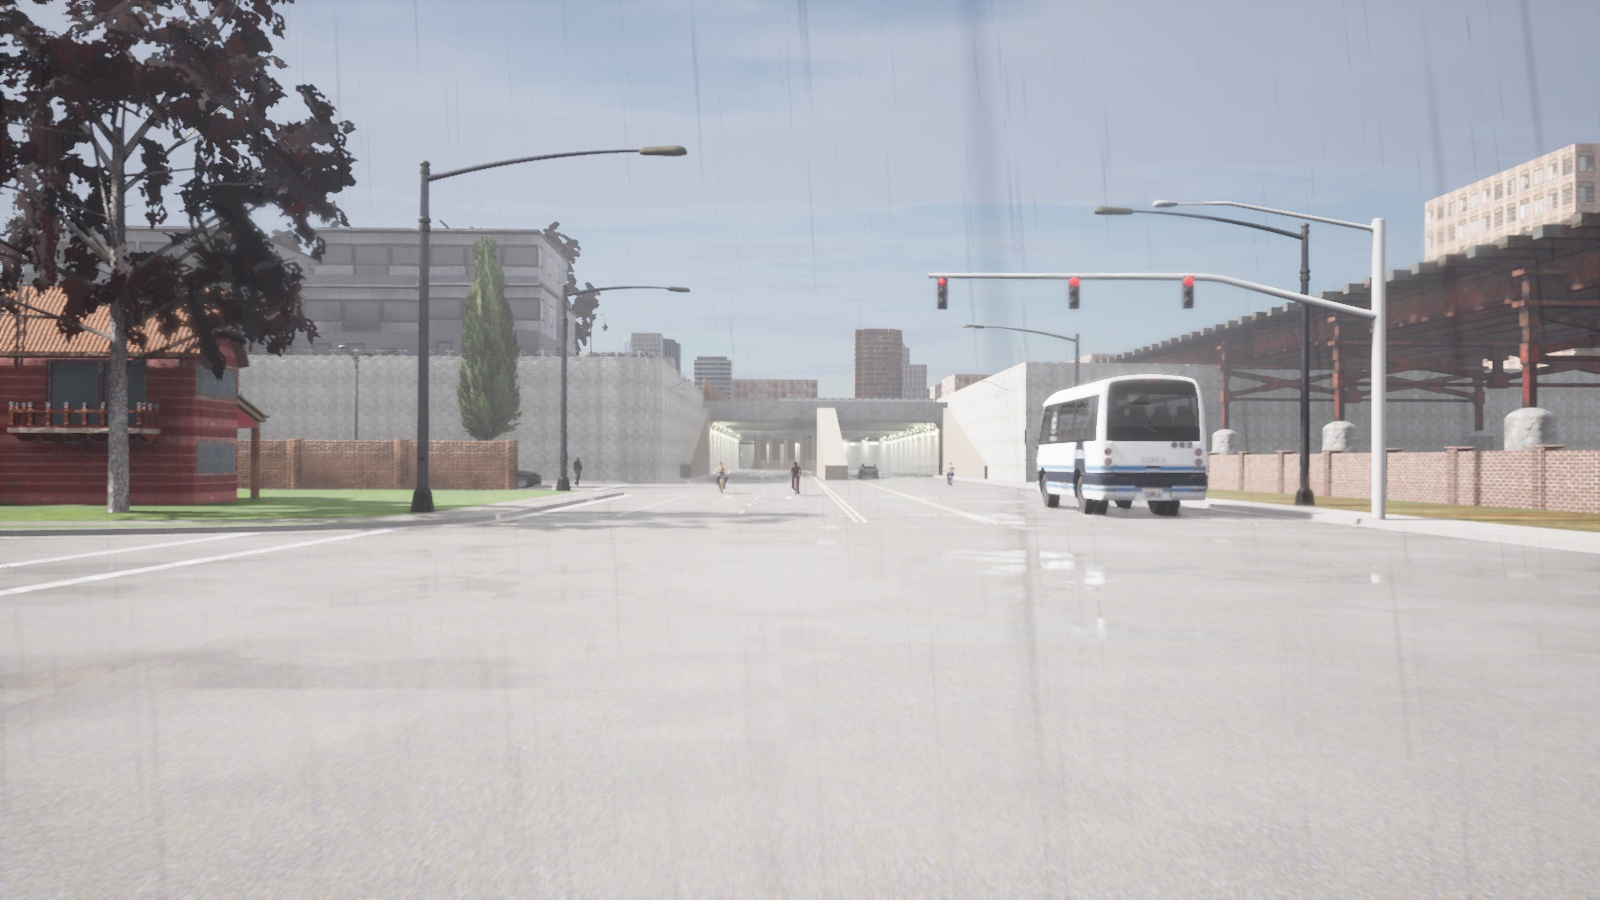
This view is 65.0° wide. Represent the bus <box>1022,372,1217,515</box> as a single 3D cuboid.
[{"bbox_3d":[10.392,-0.148,42.443,3.944,4.253,10.273,0,-1,0],"label":"bus"}]

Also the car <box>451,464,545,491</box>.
[{"bbox_3d":[-17.322,1.580,72.177,5.008,1.535,1.882,0,-1,-1],"label":"car"}]
